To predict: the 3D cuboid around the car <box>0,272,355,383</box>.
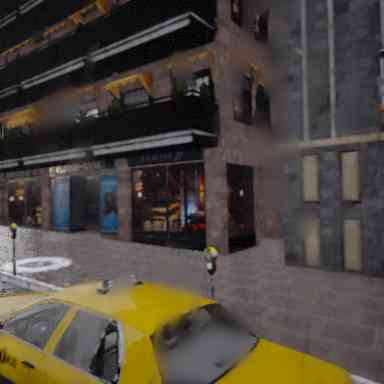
[{"bbox_3d":[-0.939,1.507,3.421,4.829,1.417,1.752,0,-2,36],"label":"car"}]
